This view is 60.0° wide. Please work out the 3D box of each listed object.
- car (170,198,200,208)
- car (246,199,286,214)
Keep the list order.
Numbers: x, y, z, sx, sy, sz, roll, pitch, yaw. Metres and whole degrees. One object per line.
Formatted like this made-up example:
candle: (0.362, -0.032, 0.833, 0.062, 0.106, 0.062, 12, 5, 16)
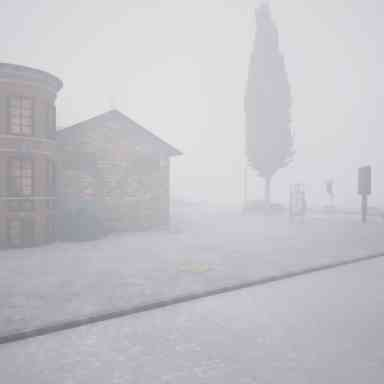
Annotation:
car: (-0.765, 1.526, 47.369, 1.812, 1.442, 4.674, 0, 0, -35)
car: (7.766, 1.492, 35.421, 2.128, 1.511, 4.902, 0, 0, -36)
